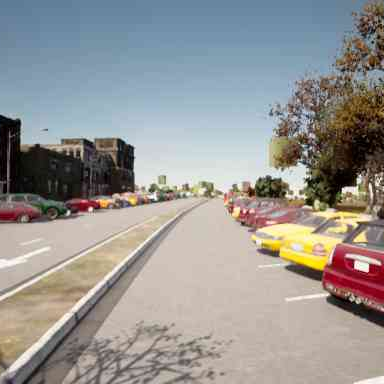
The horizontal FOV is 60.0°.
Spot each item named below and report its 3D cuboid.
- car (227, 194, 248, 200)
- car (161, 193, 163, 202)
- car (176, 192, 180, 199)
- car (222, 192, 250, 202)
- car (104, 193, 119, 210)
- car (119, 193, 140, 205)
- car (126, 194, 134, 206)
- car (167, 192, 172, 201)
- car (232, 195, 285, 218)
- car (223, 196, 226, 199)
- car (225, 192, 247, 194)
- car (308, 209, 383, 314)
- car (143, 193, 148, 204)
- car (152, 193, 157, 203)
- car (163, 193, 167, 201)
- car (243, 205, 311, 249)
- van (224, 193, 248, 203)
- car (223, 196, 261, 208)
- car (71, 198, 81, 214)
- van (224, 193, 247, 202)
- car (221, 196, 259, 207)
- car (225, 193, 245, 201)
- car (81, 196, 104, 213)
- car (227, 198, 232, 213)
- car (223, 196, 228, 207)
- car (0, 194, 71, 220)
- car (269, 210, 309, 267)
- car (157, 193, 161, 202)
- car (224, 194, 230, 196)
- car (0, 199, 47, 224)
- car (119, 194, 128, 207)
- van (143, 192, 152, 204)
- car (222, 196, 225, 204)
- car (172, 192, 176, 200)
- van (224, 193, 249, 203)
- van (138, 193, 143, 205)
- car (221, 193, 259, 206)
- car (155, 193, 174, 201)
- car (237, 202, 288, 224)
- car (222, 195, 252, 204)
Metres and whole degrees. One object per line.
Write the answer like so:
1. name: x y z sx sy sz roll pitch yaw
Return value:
1. car: 5.618 1.297 26.993 4.553 1.767 2.185 1 0 -17
2. car: -9.113 1.429 68.131 5.008 1.535 2.097 -1 0 -14
3. car: -6.642 1.429 92.063 5.008 1.535 2.097 -1 0 -14
4. car: 9.830 1.159 74.326 5.566 2.045 2.435 1 0 -14
5. car: -11.704 1.302 41.147 4.553 1.767 2.185 -1 0 -16
6. car: -11.095 1.429 50.112 5.366 1.575 1.946 -1 0 -15
7. car: -11.209 1.429 47.166 5.008 1.535 2.097 -1 0 -15
8. car: -8.173 1.177 77.112 5.566 2.045 2.435 -1 0 -14
9. car: 5.268 1.298 21.065 4.553 1.767 2.185 1 0 -17
10. car: 5.916 1.449 32.886 4.792 1.488 2.163 1 0 -16
11. car: 6.842 1.291 44.712 4.553 1.767 2.185 1 0 -15
12. car: 4.851 1.303 6.263 4.553 1.767 2.185 1 0 -19
13. car: -10.354 1.460 56.152 4.792 1.488 2.163 -1 0 -14
14. car: -9.722 1.430 62.152 5.008 1.535 2.097 -1 0 -14
15. car: -8.834 1.178 71.107 5.566 2.045 2.435 -1 0 -14
16. car: 4.823 1.421 12.130 5.366 1.575 1.946 1 0 -18
17. van: 9.091 1.184 68.362 4.442 1.987 1.878 1 0 -14
18. car: 7.133 1.417 47.675 4.892 1.521 2.231 1 0 -15
19. car: -12.595 1.424 29.095 5.008 1.535 2.097 -1 0 -17
20. van: 9.389 1.183 71.325 4.442 1.987 1.878 1 0 -14
21. car: 7.241 1.410 50.580 5.366 1.575 1.946 1 0 -14
22. car: 10.737 1.282 83.205 4.553 1.767 2.185 1 0 -14
23. car: -12.189 1.425 35.119 5.008 1.535 2.097 -1 0 -16
24. car: 5.609 1.422 24.088 5.366 1.575 1.946 1 0 -17
25. car: 5.750 1.421 29.946 5.008 1.535 2.097 1 0 -16
26. car: -12.737 1.171 26.090 5.566 2.045 2.435 -1 0 -17
27. car: 5.106 1.427 9.293 5.366 1.575 1.946 1 0 -19
28. car: -9.444 1.179 65.130 5.566 2.045 2.435 -1 0 -14
29. car: 6.607 1.417 41.765 5.008 1.535 2.097 1 0 -15
30. car: -12.907 1.461 23.055 4.674 1.452 2.002 -1 0 -18
31. car: -11.458 1.429 44.157 4.892 1.521 2.231 -1 0 -15
32. van: -9.916 1.203 59.192 4.442 1.987 1.878 -1 0 -14
33. car: 6.183 1.449 35.869 4.792 1.488 2.163 1 0 -16
34. car: -7.559 1.177 83.095 5.566 2.045 2.435 -1 0 -14
35. van: 8.792 1.184 65.399 4.442 1.987 1.878 1 0 -14
36. van: -10.516 1.202 53.197 4.442 1.987 1.878 -1 0 -14
37. car: 7.737 1.163 53.598 5.566 2.045 2.435 1 0 -14
38. car: -7.239 1.303 86.075 4.553 1.767 2.185 -1 0 -14
39. car: 5.174 1.465 18.114 4.674 1.452 2.002 1 0 -18
40. car: 8.421 1.407 62.423 5.366 1.575 1.946 1 0 -14
